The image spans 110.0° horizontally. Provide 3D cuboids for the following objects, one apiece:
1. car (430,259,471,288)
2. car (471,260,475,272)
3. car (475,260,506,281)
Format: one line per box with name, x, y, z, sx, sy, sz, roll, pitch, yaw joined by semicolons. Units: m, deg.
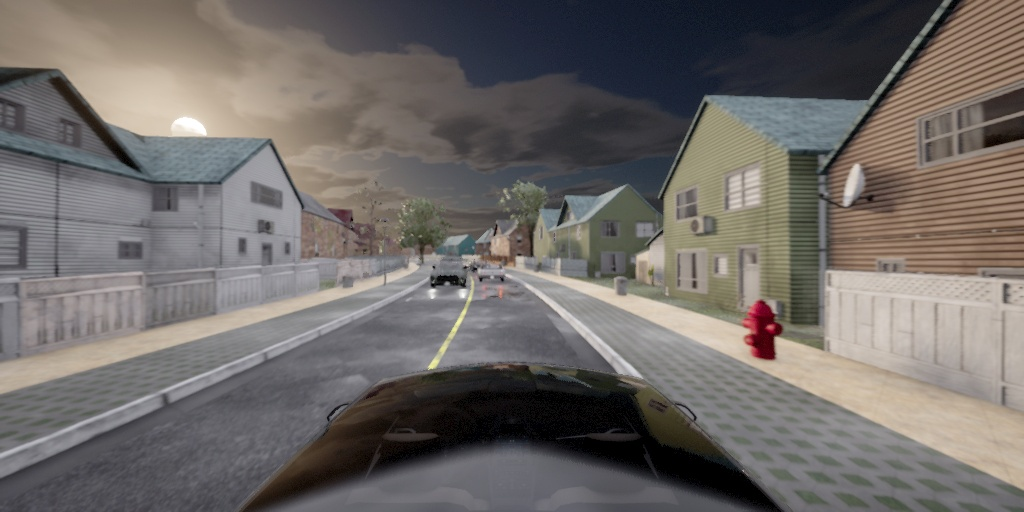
car;-3.853;0.970;22.489;2.097;1.767;4.553;0;1;-6
car;-3.612;1.092;39.545;1.895;1.301;4.718;0;0;-11
car;-1.640;1.188;27.333;1.895;1.301;4.718;0;0;-7
